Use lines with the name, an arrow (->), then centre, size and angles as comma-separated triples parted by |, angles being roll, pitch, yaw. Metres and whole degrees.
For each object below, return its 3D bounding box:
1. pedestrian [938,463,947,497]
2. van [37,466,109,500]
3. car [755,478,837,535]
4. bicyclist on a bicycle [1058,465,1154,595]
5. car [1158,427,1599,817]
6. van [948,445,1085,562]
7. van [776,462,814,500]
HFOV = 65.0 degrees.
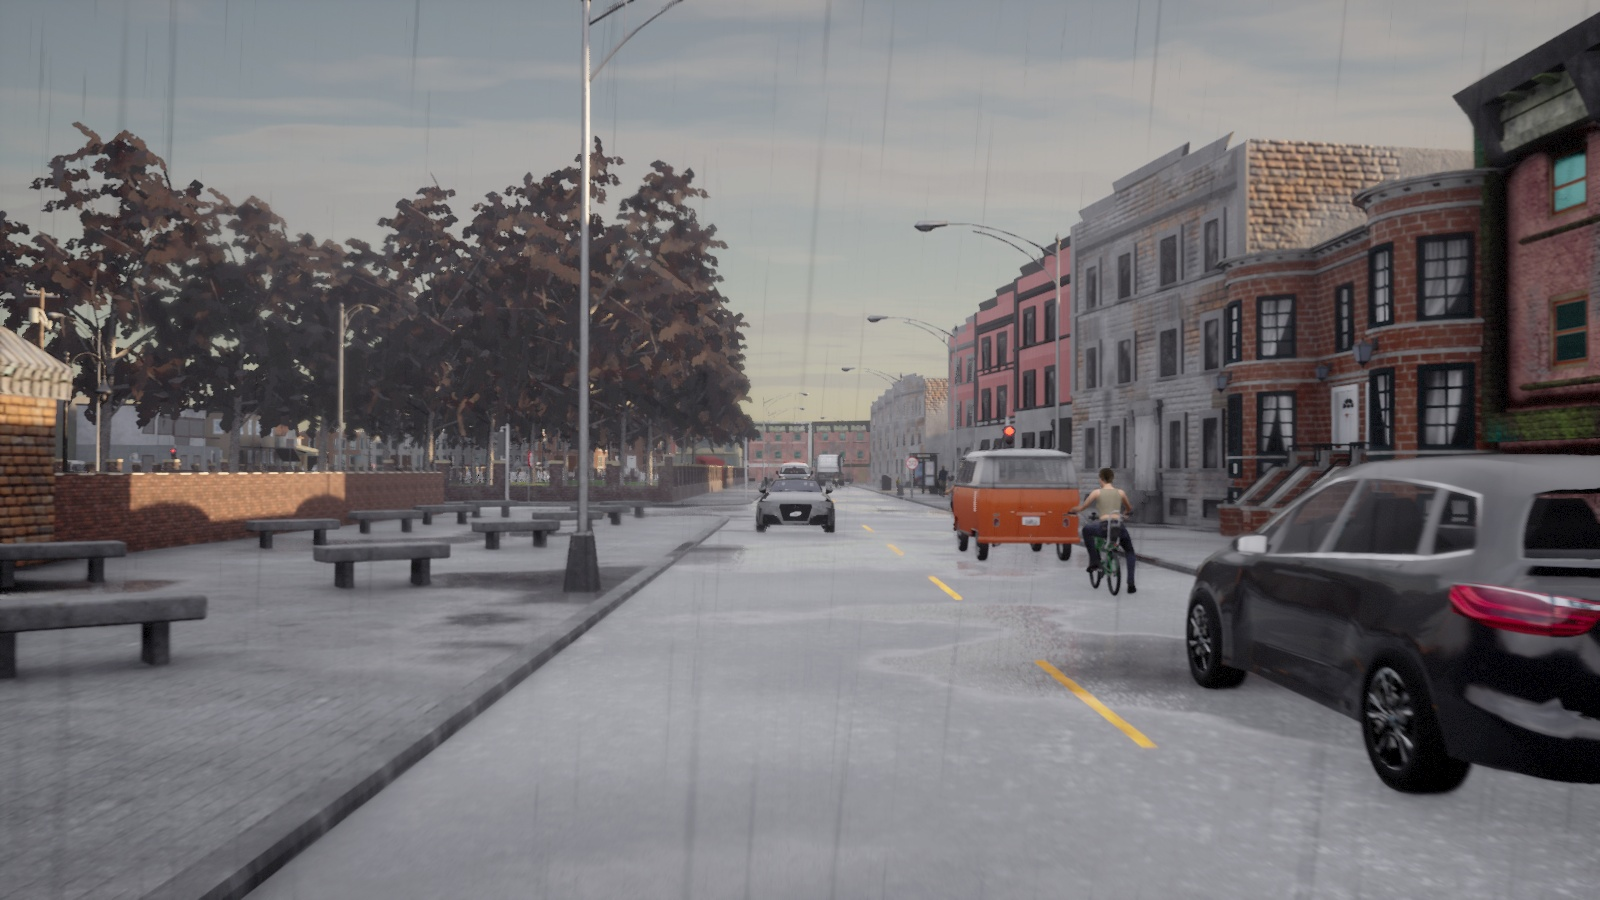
pedestrian -> 7.912, 1.658, 69.629 | 0.402, 1.842, 0.726 | -1, -1, 16
van -> -45.562, 2.040, 78.816 | 2.069, 2.038, 4.480 | 0, -1, -2
car -> -0.099, 1.431, 32.962 | 1.994, 1.385, 4.181 | 0, -1, 0
bicyclist on a bicycle -> 3.962, 1.010, 16.384 | 0.866, 1.612, 1.509 | 0, -1, -1
car -> 3.979, 0.772, 7.701 | 2.242, 1.667, 4.611 | 0, -1, 0
van -> 3.936, 0.946, 23.532 | 1.775, 1.987, 4.442 | 0, -1, 0
van -> -0.283, 1.730, 71.149 | 2.069, 2.038, 4.480 | 0, -1, 0
